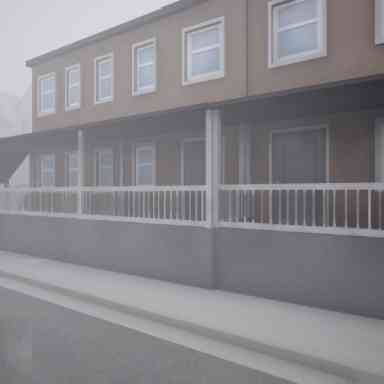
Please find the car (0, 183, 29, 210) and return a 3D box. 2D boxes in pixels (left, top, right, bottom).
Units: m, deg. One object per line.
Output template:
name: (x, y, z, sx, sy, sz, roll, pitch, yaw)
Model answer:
car: (-15.188, 0.727, 27.240, 2.150, 2.045, 5.566, 0, 14, 34)
